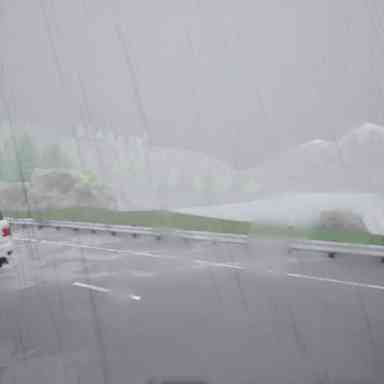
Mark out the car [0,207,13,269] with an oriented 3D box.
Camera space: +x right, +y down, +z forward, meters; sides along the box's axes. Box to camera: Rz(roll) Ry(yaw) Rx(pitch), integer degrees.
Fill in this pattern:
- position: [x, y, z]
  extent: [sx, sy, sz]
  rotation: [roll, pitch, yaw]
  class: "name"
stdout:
- position: [-7.305, 1.177, 9.142]
  extent: [5.566, 2.045, 2.150]
  rotation: [0, 0, 30]
  class: "car"
